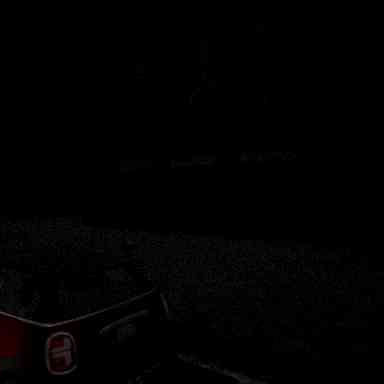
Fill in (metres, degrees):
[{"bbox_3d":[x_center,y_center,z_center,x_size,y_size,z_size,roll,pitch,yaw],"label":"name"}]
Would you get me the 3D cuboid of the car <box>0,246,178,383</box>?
[{"bbox_3d":[-2.256,1.489,4.566,4.097,1.590,1.967,-1,0,36],"label":"car"}]
